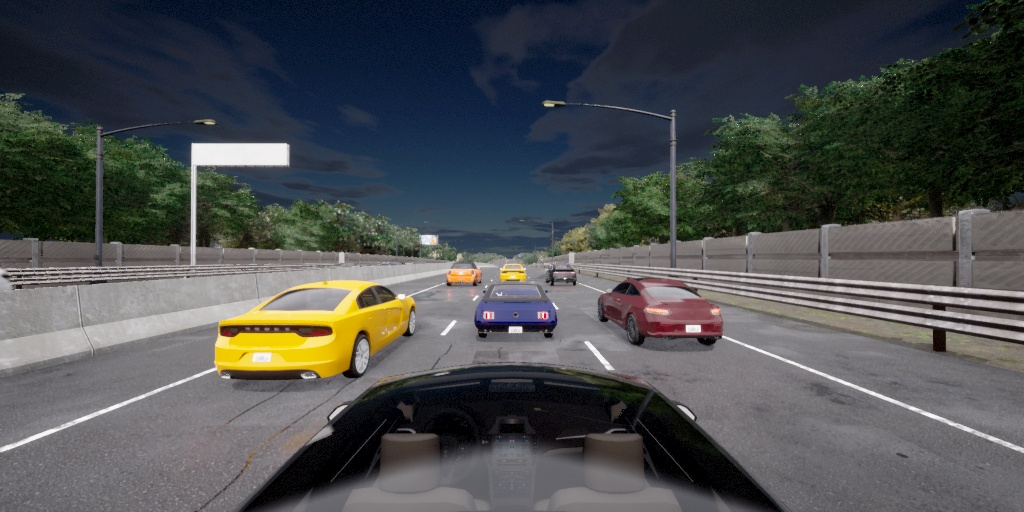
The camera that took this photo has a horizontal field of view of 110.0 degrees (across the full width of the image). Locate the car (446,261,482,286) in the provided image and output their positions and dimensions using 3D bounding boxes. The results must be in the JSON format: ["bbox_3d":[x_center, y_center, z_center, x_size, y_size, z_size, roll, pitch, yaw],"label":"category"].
[{"bbox_3d":[-3.430,1.217,26.407,2.097,1.767,4.553,0,-1,1],"label":"car"}]

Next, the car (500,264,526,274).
[{"bbox_3d":[0.072,1.356,27.937,1.882,1.535,5.008,0,-1,0],"label":"car"}]

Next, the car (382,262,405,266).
[{"bbox_3d":[-17.617,1.653,54.811,1.837,1.490,4.892,0,-1,0],"label":"car"}]

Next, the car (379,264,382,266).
[{"bbox_3d":[-21.072,1.785,60.492,1.994,1.385,4.181,0,-1,0],"label":"car"}]

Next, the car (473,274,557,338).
[{"bbox_3d":[0.093,1.364,10.205,1.895,1.301,4.718,0,0,0],"label":"car"}]

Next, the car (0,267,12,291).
[{"bbox_3d":[-21.111,0.989,11.935,2.150,2.045,5.566,0,0,0],"label":"car"}]

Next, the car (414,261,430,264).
[{"bbox_3d":[-14.110,1.513,56.058,2.097,1.767,4.553,0,-1,0],"label":"car"}]

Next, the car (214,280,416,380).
[{"bbox_3d":[-3.406,1.234,7.358,1.882,1.535,5.008,0,0,0],"label":"car"}]

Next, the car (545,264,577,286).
[{"bbox_3d":[3.578,1.359,26.721,2.128,1.511,4.902,0,-1,0],"label":"car"}]

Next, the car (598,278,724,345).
[{"bbox_3d":[3.592,1.287,9.411,1.812,1.442,4.674,0,0,0],"label":"car"}]
